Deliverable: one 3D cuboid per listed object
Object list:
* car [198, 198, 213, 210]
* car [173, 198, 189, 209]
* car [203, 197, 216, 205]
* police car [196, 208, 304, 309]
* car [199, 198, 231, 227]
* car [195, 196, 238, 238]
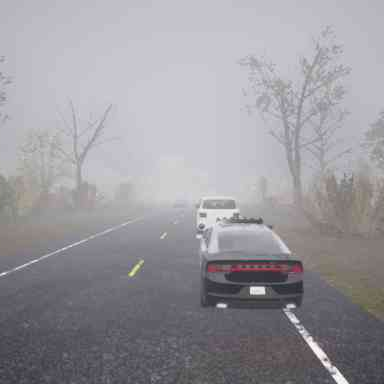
[{"bbox_3d":[1.931,1.581,46.345,1.837,1.490,4.892,0,0,5],"label":"car"},{"bbox_3d":[-1.491,1.629,47.817,2.033,1.411,5.357,0,0,5],"label":"car"},{"bbox_3d":[3.382,1.704,63.426,2.033,1.411,5.357,0,0,6],"label":"car"},{"bbox_3d":[1.127,1.427,8.088,1.930,1.638,5.238,0,0,1],"label":"police car"},{"bbox_3d":[1.584,1.364,23.870,2.097,1.767,4.553,0,0,2],"label":"car"},{"bbox_3d":[1.367,1.231,17.961,2.150,2.045,5.566,0,0,2],"label":"car"}]
